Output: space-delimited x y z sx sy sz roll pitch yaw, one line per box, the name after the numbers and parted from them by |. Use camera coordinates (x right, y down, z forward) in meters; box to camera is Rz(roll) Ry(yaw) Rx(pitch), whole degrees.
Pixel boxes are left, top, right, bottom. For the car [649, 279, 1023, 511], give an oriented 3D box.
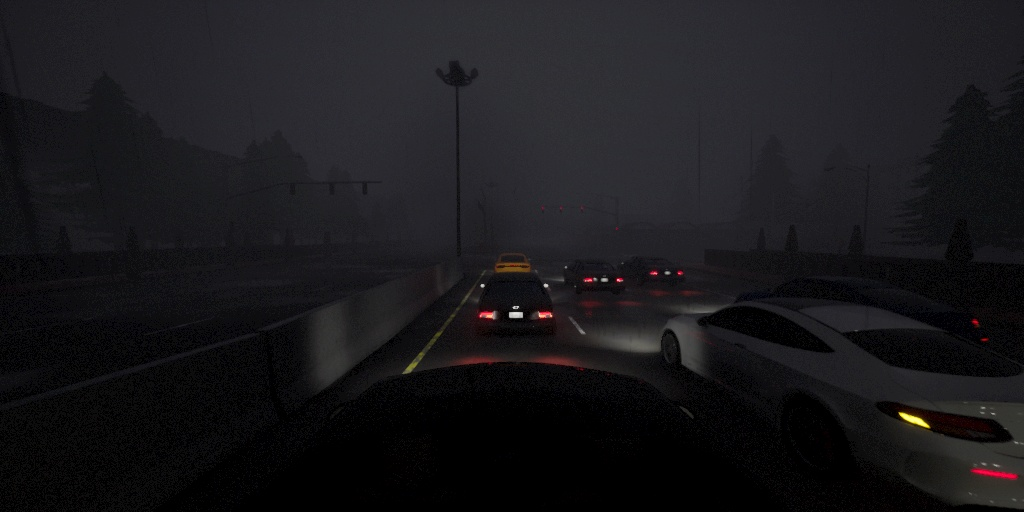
3.586 1.251 4.534 1.812 1.442 4.674 0 1 0 | car

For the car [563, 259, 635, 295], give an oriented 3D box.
3.533 0.821 16.206 2.033 1.411 5.357 0 3 0 | car

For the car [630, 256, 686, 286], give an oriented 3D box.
7.028 0.679 18.711 2.033 1.411 5.357 0 3 0 | car

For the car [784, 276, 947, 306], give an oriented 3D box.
7.072 1.174 8.006 1.812 1.442 4.674 0 2 0 | car

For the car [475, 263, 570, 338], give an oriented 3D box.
0.068 1.142 9.720 2.033 1.411 5.357 0 2 0 | car

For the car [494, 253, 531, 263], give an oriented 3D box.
0.022 0.560 19.516 1.882 1.535 5.008 0 3 0 | car
